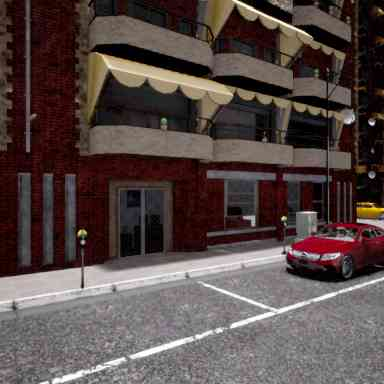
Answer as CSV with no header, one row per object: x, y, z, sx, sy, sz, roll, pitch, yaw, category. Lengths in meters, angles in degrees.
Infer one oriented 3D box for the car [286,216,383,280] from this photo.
4.616,1.582,9.901,4.206,1.307,1.802,0,0,-35,car

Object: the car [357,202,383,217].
16.776,1.755,31.285,1.882,1.535,5.008,0,-1,-36,car
